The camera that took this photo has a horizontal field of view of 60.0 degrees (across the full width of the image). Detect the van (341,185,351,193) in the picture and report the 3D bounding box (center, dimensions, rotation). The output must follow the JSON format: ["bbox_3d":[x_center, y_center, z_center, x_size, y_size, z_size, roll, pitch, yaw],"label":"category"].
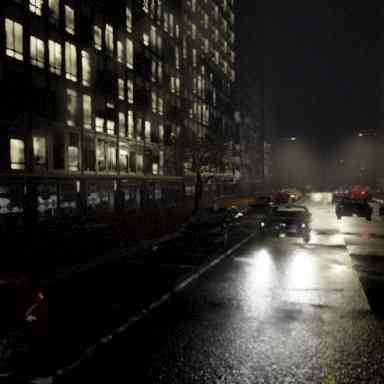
[{"bbox_3d":[34.096,-0.633,73.755,1.690,1.788,3.998,-1,1,22],"label":"van"}]

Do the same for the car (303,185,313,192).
[{"bbox_3d":[30.543,-0.925,87.421,2.192,1.841,5.009,-1,1,22],"label":"car"}]

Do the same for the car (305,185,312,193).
[{"bbox_3d":[24.208,-0.274,71.602,2.008,1.369,4.403,-1,1,22],"label":"car"}]

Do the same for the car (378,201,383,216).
[{"bbox_3d":[12.971,0.955,21.014,2.008,1.369,4.403,-1,1,22],"label":"car"}]

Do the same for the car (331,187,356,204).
[{"bbox_3d":[16.434,0.517,36.675,2.128,1.511,4.902,0,1,22],"label":"car"}]

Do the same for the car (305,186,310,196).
[{"bbox_3d":[19.982,0.018,61.053,1.947,1.339,4.313,-1,1,22],"label":"car"}]

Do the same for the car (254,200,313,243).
[{"bbox_3d":[4.153,1.243,14.279,1.895,1.301,4.718,0,1,22],"label":"car"}]

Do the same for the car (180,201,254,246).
[{"bbox_3d":[0.965,1.241,13.583,2.008,1.369,4.403,-1,1,22],"label":"car"}]

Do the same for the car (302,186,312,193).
[{"bbox_3d":[28.432,-0.661,82.149,1.967,1.590,4.097,-1,1,22],"label":"car"}]

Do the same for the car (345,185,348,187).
[{"bbox_3d":[23.531,0.032,47.383,2.192,1.841,5.009,-1,1,22],"label":"car"}]

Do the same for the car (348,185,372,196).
[{"bbox_3d":[21.418,0.170,42.109,2.192,1.841,5.009,-1,1,22],"label":"car"}]

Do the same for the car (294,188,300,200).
[{"bbox_3d":[11.528,0.444,39.953,1.967,1.590,4.097,-1,1,22],"label":"car"}]

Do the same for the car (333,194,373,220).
[{"bbox_3d":[10.321,1.023,21.433,1.895,1.301,4.718,0,1,22],"label":"car"}]

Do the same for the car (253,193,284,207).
[{"bbox_3d":[5.192,0.966,24.131,2.008,1.369,4.403,-1,1,22],"label":"car"}]

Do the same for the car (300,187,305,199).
[{"bbox_3d":[15.693,0.258,50.346,1.752,1.417,4.829,-1,1,22],"label":"car"}]

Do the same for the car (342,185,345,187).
[{"bbox_3d":[27.760,-0.119,57.934,1.967,1.590,4.097,-1,1,22],"label":"car"}]

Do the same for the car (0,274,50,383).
[{"bbox_3d":[-3.260,1.547,3.034,1.802,1.307,4.206,-1,1,22],"label":"car"}]

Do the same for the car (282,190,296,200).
[{"bbox_3d":[9.418,0.723,34.681,1.802,1.307,4.206,-1,1,22],"label":"car"}]
